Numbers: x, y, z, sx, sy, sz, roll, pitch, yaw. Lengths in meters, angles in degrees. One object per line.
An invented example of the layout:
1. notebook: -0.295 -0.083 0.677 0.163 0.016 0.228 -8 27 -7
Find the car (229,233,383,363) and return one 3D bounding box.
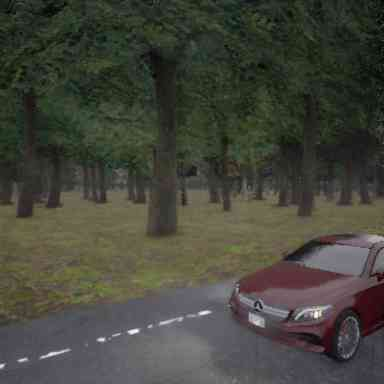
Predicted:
1. car: 2.795 1.526 5.984 4.674 1.442 1.812 0 0 -35
